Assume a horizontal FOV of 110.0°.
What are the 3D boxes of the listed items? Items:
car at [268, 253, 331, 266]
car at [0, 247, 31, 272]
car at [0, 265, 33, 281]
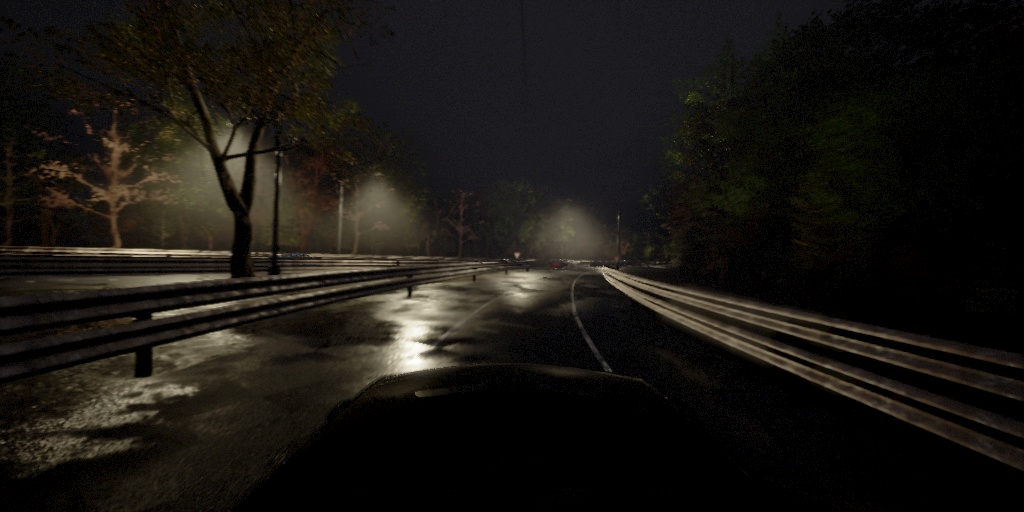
[{"bbox_3d":[-18.904,0.539,32.169,1.882,1.535,5.008,3,0,33],"label":"car"},{"bbox_3d":[-31.167,0.141,19.789,2.033,1.411,5.357,3,0,33],"label":"car"},{"bbox_3d":[-25.320,0.355,15.948,1.837,1.490,4.892,3,0,33],"label":"car"}]
